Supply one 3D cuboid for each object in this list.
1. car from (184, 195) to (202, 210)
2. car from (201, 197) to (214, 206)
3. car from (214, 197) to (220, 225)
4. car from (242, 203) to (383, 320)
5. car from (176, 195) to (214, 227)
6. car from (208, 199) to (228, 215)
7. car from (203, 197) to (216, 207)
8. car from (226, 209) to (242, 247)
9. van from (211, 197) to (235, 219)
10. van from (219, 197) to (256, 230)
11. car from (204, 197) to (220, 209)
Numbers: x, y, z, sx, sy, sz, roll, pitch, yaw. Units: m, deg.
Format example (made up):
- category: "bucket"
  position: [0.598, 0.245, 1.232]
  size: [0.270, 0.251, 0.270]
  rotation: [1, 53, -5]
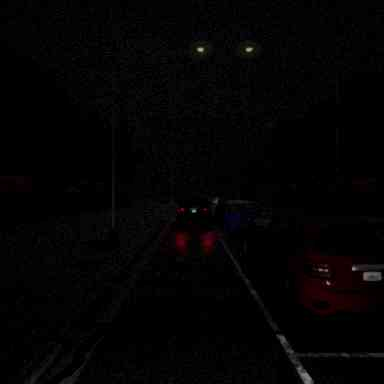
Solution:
- category: "car"
  position: [0.113, 1.356, 42.791]
  size: [2.097, 1.767, 4.553]
  rotation: [0, 0, 0]
- category: "car"
  position: [2.655, 1.555, 56.525]
  size: [2.008, 1.369, 4.403]
  rotation: [0, 0, 0]
- category: "car"
  position: [2.643, 1.318, 23.672]
  size: [2.192, 1.841, 5.009]
  rotation: [0, 0, 0]
- category: "car"
  position: [2.637, 1.316, 7.246]
  size: [2.192, 1.841, 5.009]
  rotation: [0, 0, 0]
- category: "car"
  position: [0.108, 1.226, 22.616]
  size: [2.150, 2.045, 5.566]
  rotation: [0, 0, 0]
- category: "car"
  position: [2.647, 1.529, 34.793]
  size: [1.752, 1.417, 4.829]
  rotation: [0, 0, 0]
- category: "car"
  position: [2.653, 1.530, 51.220]
  size: [1.752, 1.417, 4.829]
  rotation: [0, 0, 0]
- category: "car"
  position: [2.639, 1.552, 12.721]
  size: [2.008, 1.369, 4.403]
  rotation: [0, 0, 0]
- category: "van"
  position: [2.645, 1.344, 29.147]
  size: [1.690, 1.788, 3.998]
  rotation: [0, 0, 0]
- category: "van"
  position: [2.641, 1.343, 18.196]
  size: [1.690, 1.788, 3.998]
  rotation: [0, 0, 0]
- category: "car"
  position: [2.651, 1.444, 45.574]
  size: [1.967, 1.590, 4.097]
  rotation: [0, 0, 0]
